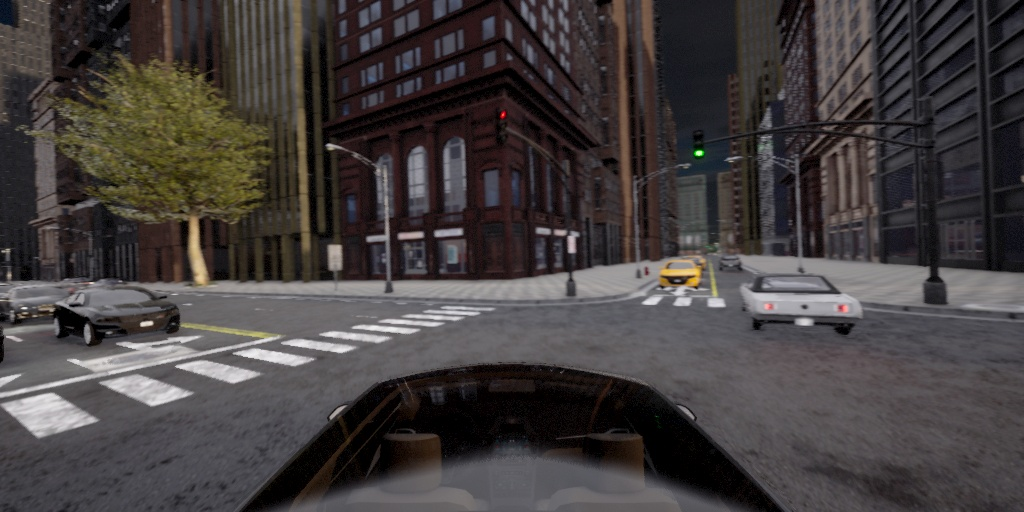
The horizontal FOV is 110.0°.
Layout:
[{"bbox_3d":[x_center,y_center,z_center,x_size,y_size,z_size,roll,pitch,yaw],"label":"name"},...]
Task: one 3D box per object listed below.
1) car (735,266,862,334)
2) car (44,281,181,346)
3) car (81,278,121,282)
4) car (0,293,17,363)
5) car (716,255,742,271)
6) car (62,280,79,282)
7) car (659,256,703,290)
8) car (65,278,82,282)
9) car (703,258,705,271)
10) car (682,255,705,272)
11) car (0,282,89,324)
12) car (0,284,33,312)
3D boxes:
[{"bbox_3d":[7.346,1.103,9.653,1.895,1.301,4.718,-2,0,29],"label":"car"},{"bbox_3d":[-12.452,1.716,11.274,5.008,1.535,1.882,-2,0,29],"label":"car"},{"bbox_3d":[-35.658,2.727,31.687,4.181,1.385,1.994,-2,0,28],"label":"car"},{"bbox_3d":[-13.656,1.762,8.232,5.008,1.535,1.882,-2,0,28],"label":"car"},{"bbox_3d":[21.277,0.632,35.097,2.128,1.511,4.902,-2,0,29],"label":"car"},{"bbox_3d":[-36.893,2.811,28.594,4.718,1.301,1.895,-2,0,29],"label":"car"},{"bbox_3d":[9.483,0.954,20.172,1.882,1.535,5.008,-2,0,29],"label":"car"},{"bbox_3d":[-44.500,3.007,36.508,4.902,1.511,2.128,-2,0,29],"label":"car"},{"bbox_3d":[13.960,0.850,28.314,2.128,1.511,4.902,-2,0,29],"label":"car"},{"bbox_3d":[18.761,0.712,36.954,1.882,1.535,5.008,-2,0,29],"label":"car"},{"bbox_3d":[-21.199,2.090,16.085,4.892,1.490,1.837,-2,0,29],"label":"car"},{"bbox_3d":[-30.306,2.451,21.106,4.892,1.490,1.837,-2,0,29],"label":"car"}]
